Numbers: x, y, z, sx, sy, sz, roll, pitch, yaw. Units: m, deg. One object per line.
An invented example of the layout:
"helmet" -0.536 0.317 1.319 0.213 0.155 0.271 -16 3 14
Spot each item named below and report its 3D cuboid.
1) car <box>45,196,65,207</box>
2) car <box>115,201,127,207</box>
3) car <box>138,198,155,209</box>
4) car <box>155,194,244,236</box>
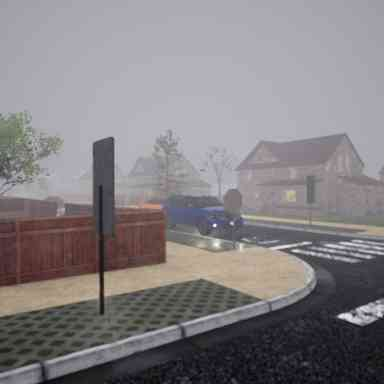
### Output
"car" -18.829 1.282 45.611 1.882 1.535 5.008 0 0 -35
"car" -6.912 1.445 28.831 1.994 1.385 4.181 0 1 -35
"car" -2.800 1.239 27.733 2.097 1.767 4.553 0 0 -34
"car" 0.377 1.163 18.580 2.150 2.045 5.566 0 0 -36
